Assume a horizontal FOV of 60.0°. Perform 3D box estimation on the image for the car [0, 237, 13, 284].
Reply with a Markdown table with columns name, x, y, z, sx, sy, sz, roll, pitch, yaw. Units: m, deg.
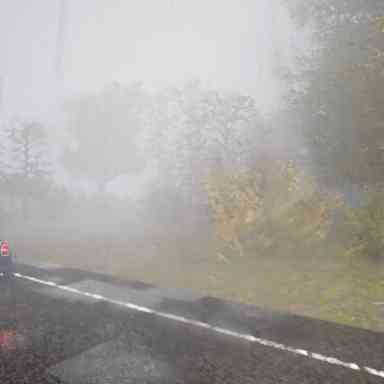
| name | x | y | z | sx | sy | sz | roll | pitch | yaw |
| --- | --- | --- | --- | --- | --- | --- | --- | --- | --- |
| car | -6.625 | 1.409 | 8.534 | 4.553 | 1.767 | 2.097 | 0 | -1 | 35 |
